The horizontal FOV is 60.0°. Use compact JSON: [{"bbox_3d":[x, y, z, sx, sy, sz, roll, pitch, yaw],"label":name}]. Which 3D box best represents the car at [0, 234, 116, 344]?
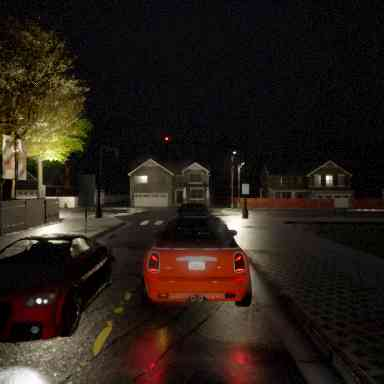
[{"bbox_3d":[-2.854,1.565,6.510,1.994,1.385,4.181,0,0,0],"label":"car"}]

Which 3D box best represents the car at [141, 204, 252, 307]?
[{"bbox_3d":[0.083,1.353,8.150,2.097,1.767,4.553,0,0,0],"label":"car"}]
